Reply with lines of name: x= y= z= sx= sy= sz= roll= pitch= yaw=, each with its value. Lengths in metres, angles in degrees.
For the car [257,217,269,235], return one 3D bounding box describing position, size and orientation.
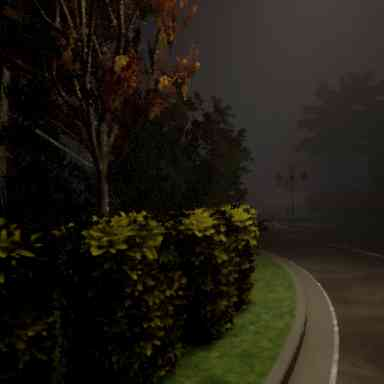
car: x=2.855 y=1.923 z=21.226 sx=2.033 sy=1.411 sz=5.357 roll=0 pitch=-1 yaw=-18
